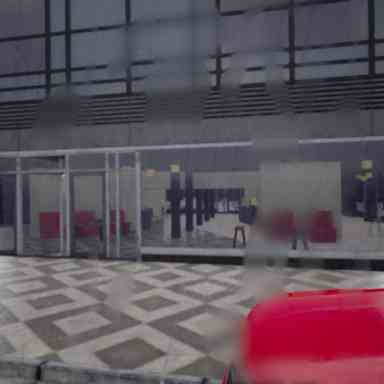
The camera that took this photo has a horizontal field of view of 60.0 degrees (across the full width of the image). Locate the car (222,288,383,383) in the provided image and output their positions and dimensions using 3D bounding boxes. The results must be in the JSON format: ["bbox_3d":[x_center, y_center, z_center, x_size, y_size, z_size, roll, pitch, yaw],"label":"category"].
[{"bbox_3d":[2.923,1.224,1.951,5.566,2.045,2.150,0,0,11],"label":"car"}]
